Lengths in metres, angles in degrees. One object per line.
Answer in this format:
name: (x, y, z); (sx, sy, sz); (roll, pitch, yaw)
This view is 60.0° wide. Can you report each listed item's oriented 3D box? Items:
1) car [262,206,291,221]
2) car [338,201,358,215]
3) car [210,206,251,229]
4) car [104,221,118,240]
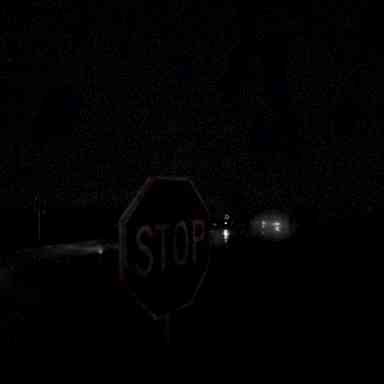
car: (9.108, 2.310, 35.475); (1.837, 1.490, 4.892); (-1, -2, 35)
car: (24.615, 2.491, 52.341); (2.150, 2.045, 5.566); (-1, -4, 35)
car: (3.011, 1.925, 26.854); (2.097, 1.767, 4.553); (-1, -2, 35)
car: (-2.671, 1.841, 18.791); (1.882, 1.535, 5.008); (-1, -2, 35)
